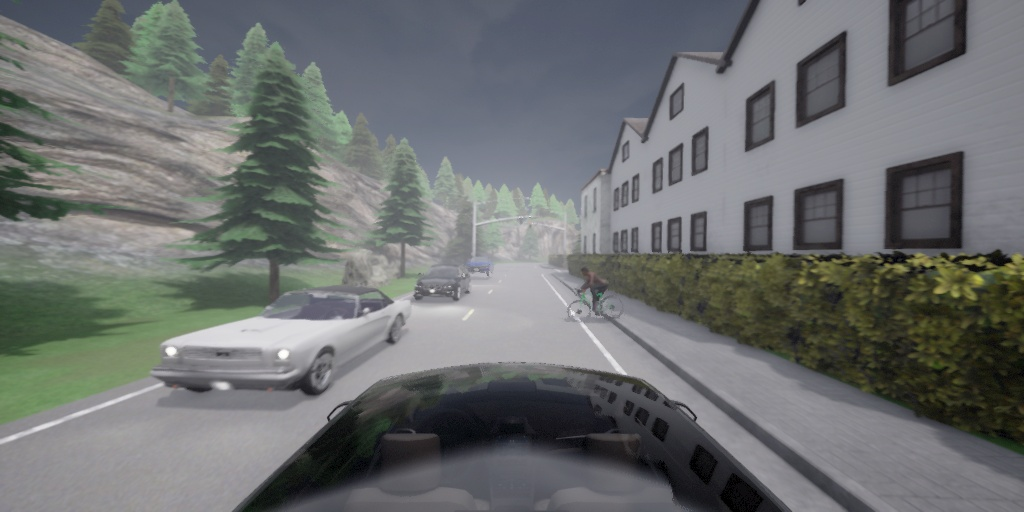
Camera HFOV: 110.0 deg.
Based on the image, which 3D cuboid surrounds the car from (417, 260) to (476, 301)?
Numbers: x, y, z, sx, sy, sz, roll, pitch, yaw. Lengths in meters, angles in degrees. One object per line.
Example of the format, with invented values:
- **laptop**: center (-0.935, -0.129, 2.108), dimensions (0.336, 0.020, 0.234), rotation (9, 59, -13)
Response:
- **car**: center (-3.070, 1.134, 16.668), dimensions (1.837, 1.490, 4.892), rotation (1, 0, 2)

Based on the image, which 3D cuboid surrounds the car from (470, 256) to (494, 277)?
- **car**: center (-2.520, 0.710, 28.722), dimensions (1.882, 1.535, 5.008), rotation (1, 0, 2)

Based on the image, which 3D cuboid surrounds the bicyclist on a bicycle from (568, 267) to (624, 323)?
- **bicyclist on a bicycle**: center (2.386, 1.116, 10.525), dimensions (1.656, 1.620, 0.582), rotation (-8, 0, 2)

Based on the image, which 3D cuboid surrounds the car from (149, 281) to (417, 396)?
- **car**: center (-3.465, 1.273, 6.594), dimensions (1.895, 1.301, 4.718), rotation (1, 0, 2)
